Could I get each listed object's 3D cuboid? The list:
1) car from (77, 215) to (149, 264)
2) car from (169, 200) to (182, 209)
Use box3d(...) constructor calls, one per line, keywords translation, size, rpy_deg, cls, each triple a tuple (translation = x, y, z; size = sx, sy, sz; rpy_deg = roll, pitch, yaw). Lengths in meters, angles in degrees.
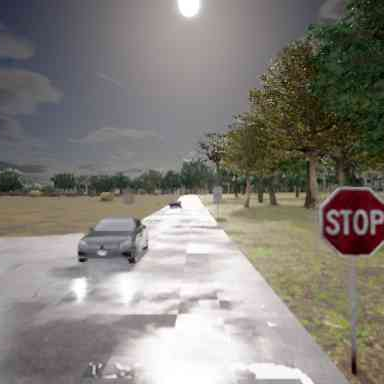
box3d(translation=(-2.696, 1.612, 12.335), size=(1.812, 1.442, 4.674), rpy_deg=(1, -1, 0), cls="car")
box3d(translation=(-2.519, 1.852, 51.964), size=(1.895, 1.301, 4.718), rpy_deg=(0, 0, 0), cls="car")
